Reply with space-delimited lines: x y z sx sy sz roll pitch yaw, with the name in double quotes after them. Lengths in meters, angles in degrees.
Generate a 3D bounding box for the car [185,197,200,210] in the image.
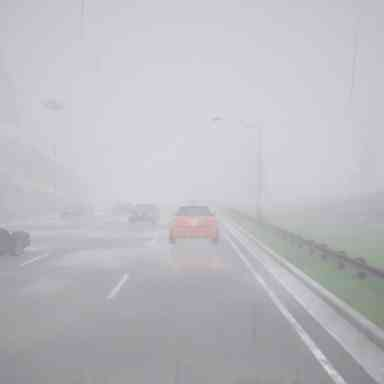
0.099 1.476 43.233 1.882 1.535 5.008 0 0 0 "car"

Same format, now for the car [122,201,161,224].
-3.399 1.547 24.535 2.033 1.411 5.357 0 0 0 "car"

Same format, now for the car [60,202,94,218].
-10.401 1.564 30.405 1.994 1.385 4.181 0 0 0 "car"

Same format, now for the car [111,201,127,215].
-6.901 1.600 34.337 1.895 1.301 4.718 0 0 0 "car"

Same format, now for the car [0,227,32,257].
-6.896 1.548 9.924 2.033 1.411 5.357 0 0 0 "car"

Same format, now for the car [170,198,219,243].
0.098 1.352 16.103 2.097 1.767 4.553 0 0 0 "car"
